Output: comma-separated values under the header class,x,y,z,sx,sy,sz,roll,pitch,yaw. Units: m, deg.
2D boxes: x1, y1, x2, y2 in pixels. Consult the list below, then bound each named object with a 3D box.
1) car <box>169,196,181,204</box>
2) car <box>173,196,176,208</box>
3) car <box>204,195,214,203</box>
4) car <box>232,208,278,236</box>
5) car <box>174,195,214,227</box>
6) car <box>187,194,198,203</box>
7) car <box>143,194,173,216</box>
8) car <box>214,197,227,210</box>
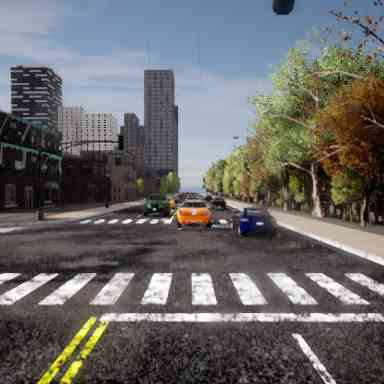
class,x,y,z,sx,sy,sz,roll,pitch,yaw
car,-3.184,1.489,62.703,2.033,1.411,5.357,0,0,1
car,-3.273,1.439,43.167,1.882,1.535,5.008,0,0,0
car,3.391,1.443,67.214,1.837,1.490,4.892,0,0,1
car,3.376,1.549,18.490,1.994,1.385,4.181,0,0,0
car,0.133,1.334,22.544,2.097,1.767,4.553,0,0,0
car,0.154,1.286,68.937,2.097,1.767,4.553,0,0,1
car,-3.296,1.194,32.094,2.150,2.045,5.566,0,0,0
car,3.412,1.466,43.279,1.837,1.490,4.892,0,0,0
